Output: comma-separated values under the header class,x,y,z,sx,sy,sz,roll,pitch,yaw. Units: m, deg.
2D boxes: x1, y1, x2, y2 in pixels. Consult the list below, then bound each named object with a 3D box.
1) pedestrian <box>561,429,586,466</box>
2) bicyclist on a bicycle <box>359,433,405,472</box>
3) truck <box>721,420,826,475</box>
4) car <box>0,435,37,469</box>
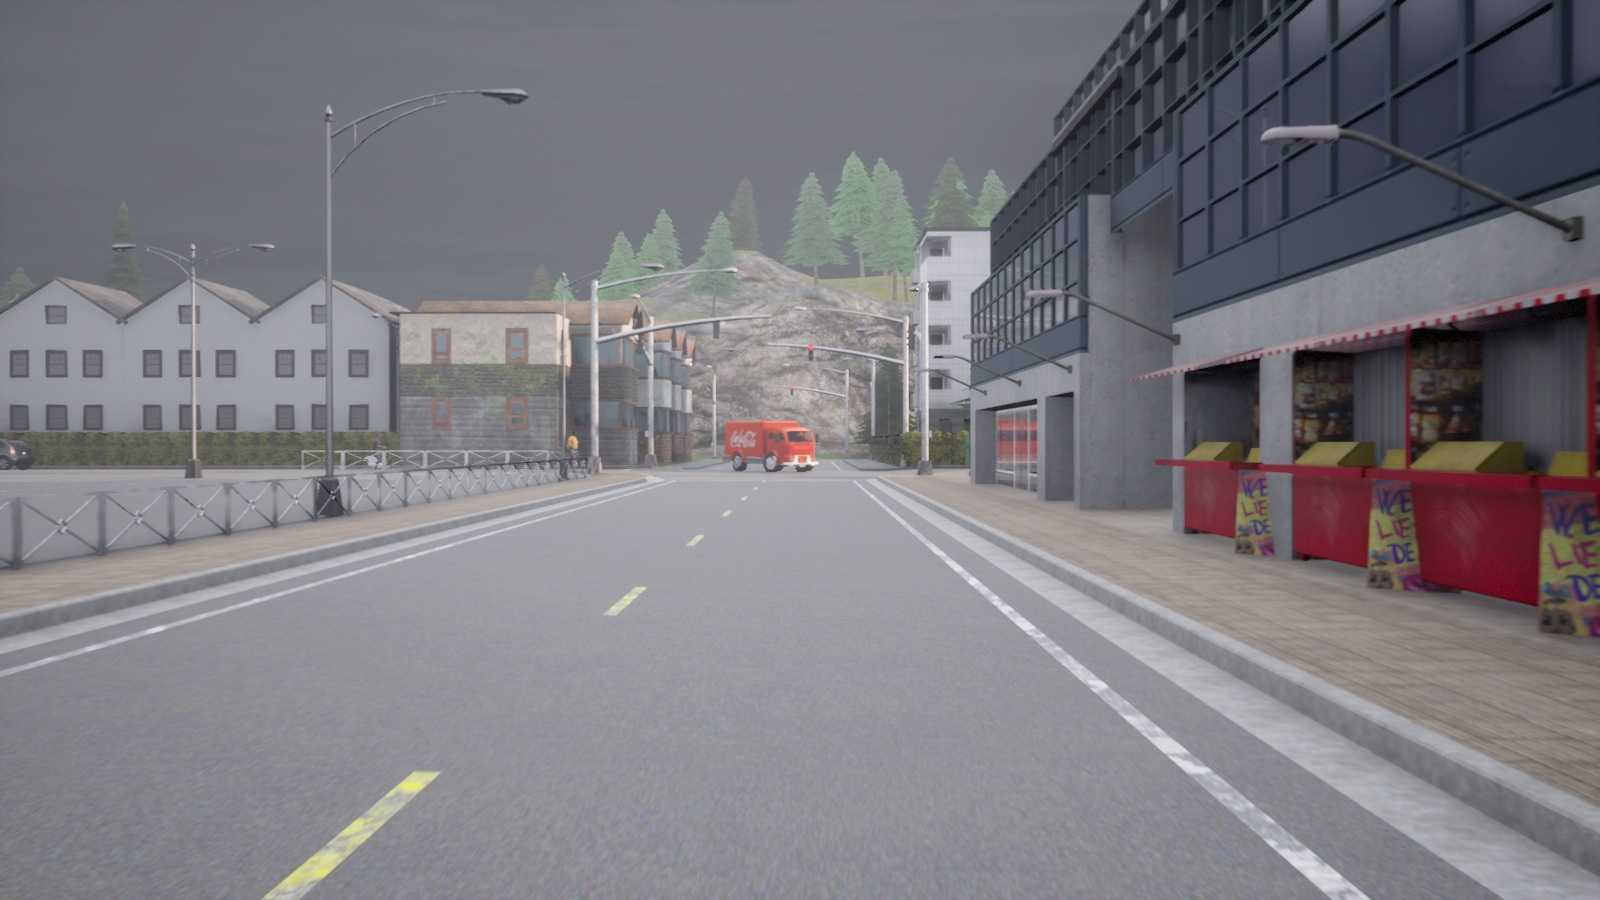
class,x,y,z,sx,sy,sz,roll,pitch,yaw
pedestrian,-11.506,-0.141,63.705,0.900,1.855,0.874,0,0,34
bicyclist on a bicycle,-19.049,0.103,57.216,1.843,1.776,0.659,0,0,1
truck,-1.341,-0.179,60.962,2.627,2.467,5.204,-1,2,-36
car,-39.574,0.093,60.908,3.988,1.617,1.851,0,0,1
